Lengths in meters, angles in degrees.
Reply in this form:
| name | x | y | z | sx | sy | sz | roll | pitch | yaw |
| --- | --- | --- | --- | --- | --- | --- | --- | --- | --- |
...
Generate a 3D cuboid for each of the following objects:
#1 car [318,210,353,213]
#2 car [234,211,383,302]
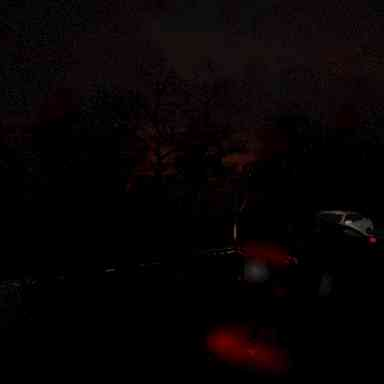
| name | x | y | z | sx | sy | sz | roll | pitch | yaw |
| --- | --- | --- | --- | --- | --- | --- | --- | --- | --- |
| car | 6.071 | 1.505 | 14.221 | 4.674 | 1.442 | 1.812 | 0 | 0 | -39 |
| car | 3.270 | 1.478 | 8.383 | 5.008 | 1.535 | 1.882 | 0 | 0 | -38 |
